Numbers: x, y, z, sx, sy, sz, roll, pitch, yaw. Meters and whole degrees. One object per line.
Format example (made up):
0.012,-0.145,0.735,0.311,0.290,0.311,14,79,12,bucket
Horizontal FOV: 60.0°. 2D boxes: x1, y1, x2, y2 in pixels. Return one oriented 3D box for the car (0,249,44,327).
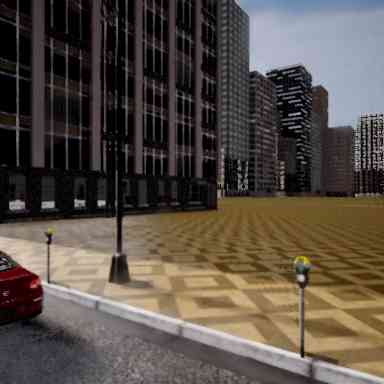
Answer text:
-4.313,1.564,5.956,4.206,1.307,1.802,0,0,36,car
